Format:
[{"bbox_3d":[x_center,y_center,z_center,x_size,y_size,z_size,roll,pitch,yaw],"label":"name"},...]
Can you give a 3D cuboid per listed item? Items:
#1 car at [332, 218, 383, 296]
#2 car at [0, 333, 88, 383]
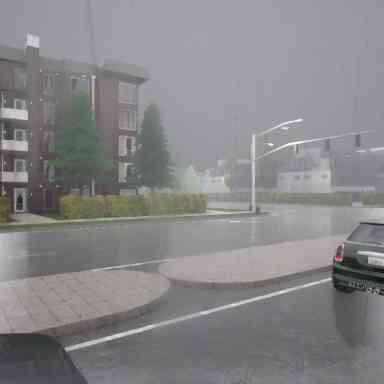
[{"bbox_3d":[5.272,1.352,7.629,4.553,1.767,2.097,0,0,-35],"label":"car"},{"bbox_3d":[-3.164,1.547,1.492,5.357,1.411,2.033,0,0,-35],"label":"car"}]
